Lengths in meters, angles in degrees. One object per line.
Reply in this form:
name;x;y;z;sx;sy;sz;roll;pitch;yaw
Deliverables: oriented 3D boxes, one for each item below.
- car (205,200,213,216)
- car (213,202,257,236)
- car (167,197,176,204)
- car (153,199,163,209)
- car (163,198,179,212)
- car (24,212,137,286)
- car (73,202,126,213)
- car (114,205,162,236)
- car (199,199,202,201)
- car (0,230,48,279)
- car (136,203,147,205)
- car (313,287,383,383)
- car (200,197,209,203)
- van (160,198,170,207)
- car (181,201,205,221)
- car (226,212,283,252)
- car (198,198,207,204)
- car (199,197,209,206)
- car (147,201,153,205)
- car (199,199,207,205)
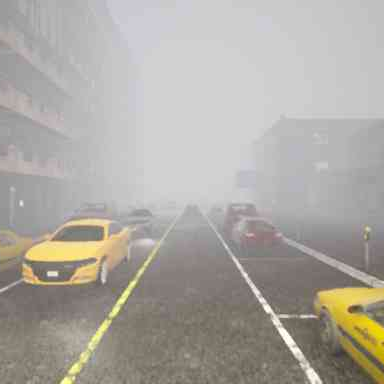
car;2.692;1.920;36.362;2.008;1.369;4.403;0;-1;0
car;2.693;1.512;19.748;2.192;1.841;5.009;0;-1;0
car;-5.689;2.313;91.753;2.192;1.841;5.009;0;-1;0
car;-5.689;2.033;47.440;1.887;1.381;4.507;0;-1;0
car;-3.000;2.047;47.905;1.812;1.442;4.674;0;-1;0
car;-3.092;1.576;9.909;1.882;1.535;5.008;0;-1;0
car;-5.687;1.512;19.747;2.192;1.841;5.009;0;-1;0
car;-3.083;1.725;19.931;1.812;1.442;4.674;0;0;0
car;0.056;2.037;45.946;1.994;1.385;4.181;0;-1;1
car;-5.688;1.610;8.496;1.752;1.417;4.829;0;-1;0
car;-5.689;1.862;30.822;2.008;1.369;4.403;0;-1;0
car;2.693;1.559;3.299;1.752;1.417;4.829;0;-1;0
car;2.691;2.137;58.688;1.752;1.417;4.829;0;-1;0
van;-5.689;2.076;69.598;1.690;1.788;3.998;0;-1;0
car;0.013;1.839;31.019;1.812;1.442;4.674;0;-1;0
car;2.692;1.723;14.206;1.802;1.307;4.206;0;-1;0
car;2.691;2.371;86.213;1.967;1.590;4.097;0;-1;0
car;2.692;2.114;75.136;2.192;1.841;5.009;0;-1;0
car;-5.688;1.893;36.191;1.752;1.417;4.829;0;-1;0
car;2.691;2.391;80.843;1.752;1.417;4.829;0;-1;0
